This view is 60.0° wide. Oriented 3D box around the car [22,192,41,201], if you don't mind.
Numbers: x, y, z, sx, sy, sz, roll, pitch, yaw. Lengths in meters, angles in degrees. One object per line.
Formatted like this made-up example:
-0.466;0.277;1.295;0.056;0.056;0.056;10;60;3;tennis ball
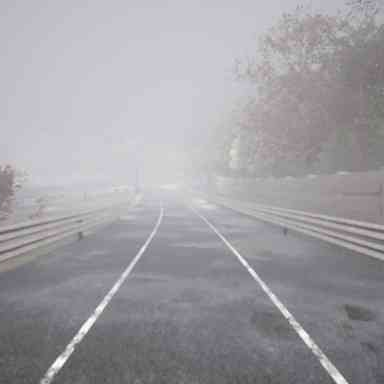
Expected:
-26.435;0.645;55.838;1.994;1.385;4.181;1;4;17;car

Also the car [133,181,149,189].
-12.874;-1.605;87.138;1.812;1.442;4.674;1;4;18;car
